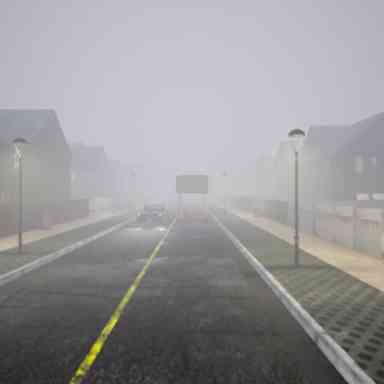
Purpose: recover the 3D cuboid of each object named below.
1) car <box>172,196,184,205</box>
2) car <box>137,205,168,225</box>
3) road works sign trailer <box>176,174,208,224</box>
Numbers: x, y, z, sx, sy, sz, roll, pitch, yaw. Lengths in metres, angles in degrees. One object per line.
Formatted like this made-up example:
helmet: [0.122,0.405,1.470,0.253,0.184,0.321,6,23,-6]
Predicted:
car: [-2.765,1.573,66.049,2.097,1.767,4.553,0,0,0]
car: [-2.850,1.622,24.553,1.895,1.301,4.718,0,0,0]
road works sign trailer: [0.005,0.486,24.846,2.380,3.560,2.880,0,0,0]
